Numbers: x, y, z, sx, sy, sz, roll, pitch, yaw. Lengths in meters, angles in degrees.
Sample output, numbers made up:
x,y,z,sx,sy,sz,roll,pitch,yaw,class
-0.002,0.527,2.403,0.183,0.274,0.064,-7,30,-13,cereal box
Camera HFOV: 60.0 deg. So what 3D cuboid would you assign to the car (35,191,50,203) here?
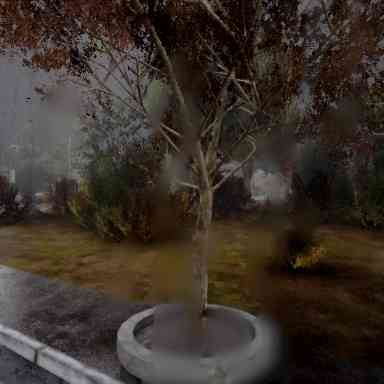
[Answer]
x,y,z,sx,sy,sz,roll,pitch,yaw,class
-20.771,0.888,46.813,2.150,2.045,5.566,1,0,32,car
